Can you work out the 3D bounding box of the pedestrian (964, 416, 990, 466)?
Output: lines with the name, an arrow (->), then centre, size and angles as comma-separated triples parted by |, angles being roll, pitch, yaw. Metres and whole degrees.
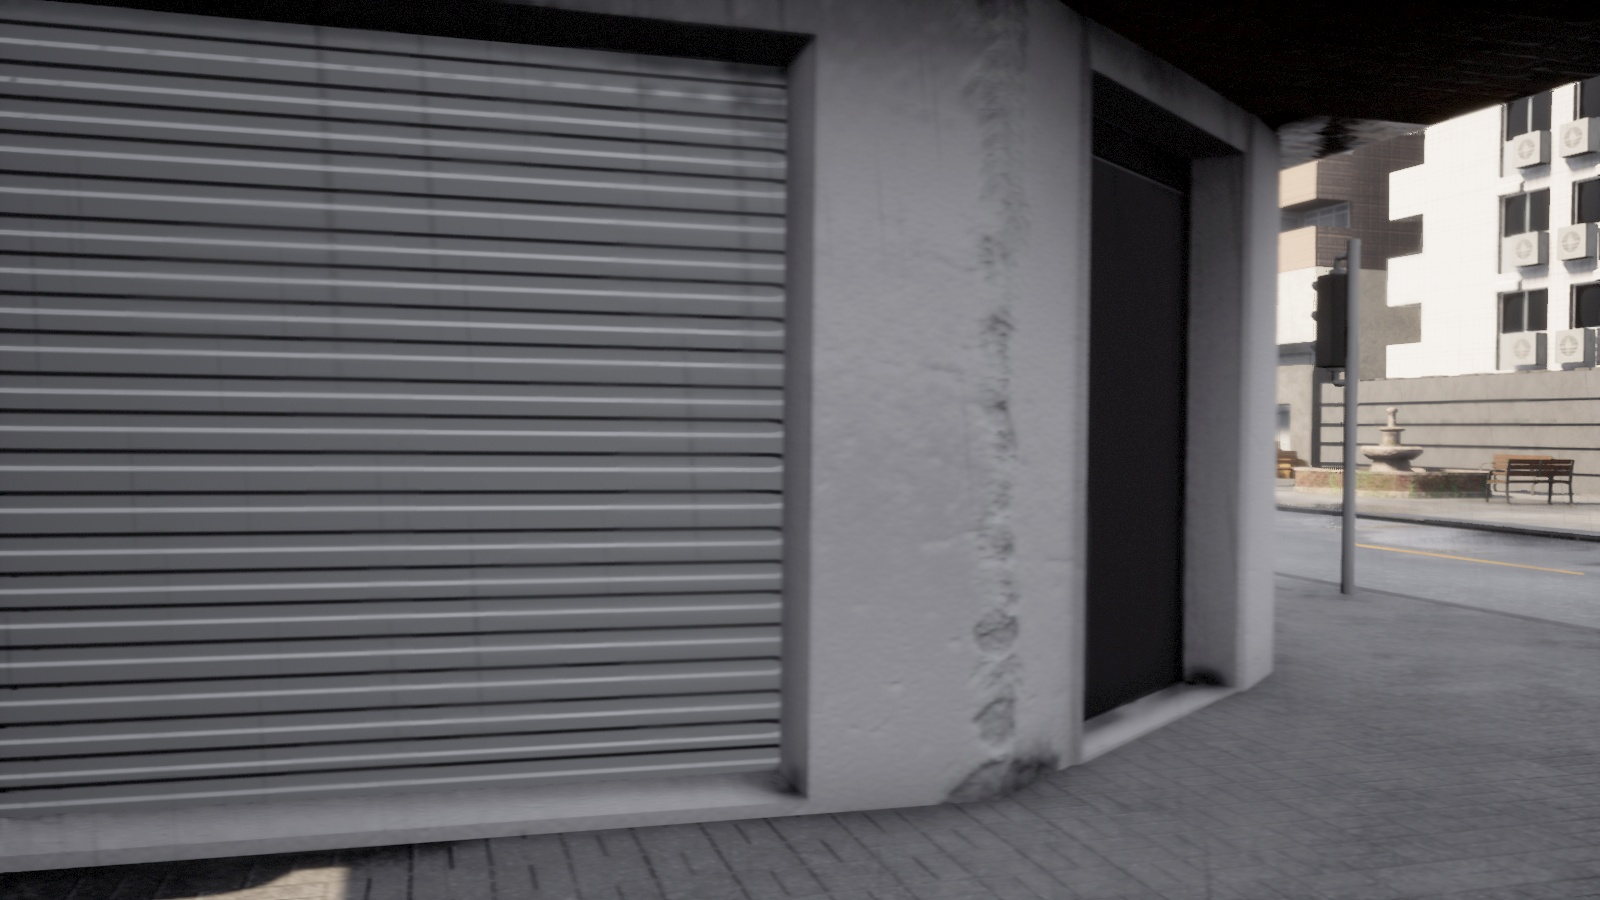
pedestrian -> 6.992, -0.358, 49.658 | 0.659, 1.952, 0.873 | -1, 1, -23
